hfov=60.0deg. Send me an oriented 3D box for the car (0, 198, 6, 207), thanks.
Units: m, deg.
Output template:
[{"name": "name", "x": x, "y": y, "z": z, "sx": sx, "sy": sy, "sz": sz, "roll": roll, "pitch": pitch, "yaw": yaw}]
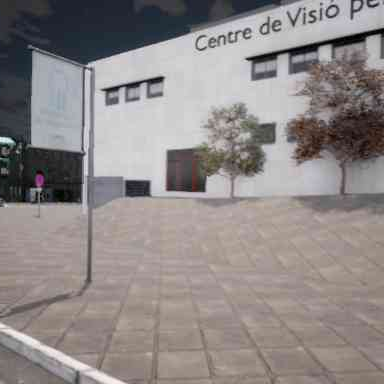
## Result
[{"name": "car", "x": -25.811, "y": 1.165, "z": 41.794, "sx": 1.994, "sy": 1.385, "sz": 4.181, "roll": 2, "pitch": 0, "yaw": 31}]
